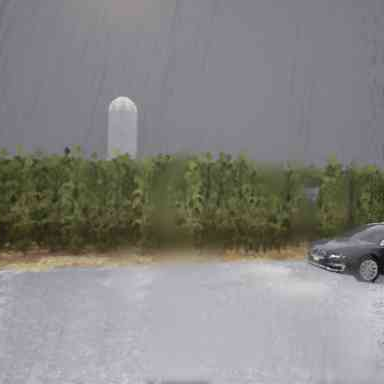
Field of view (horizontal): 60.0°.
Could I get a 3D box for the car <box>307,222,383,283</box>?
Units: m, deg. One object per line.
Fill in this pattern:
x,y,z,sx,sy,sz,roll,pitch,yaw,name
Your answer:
5.860,1.669,9.842,4.892,1.490,1.837,1,0,-12,car
